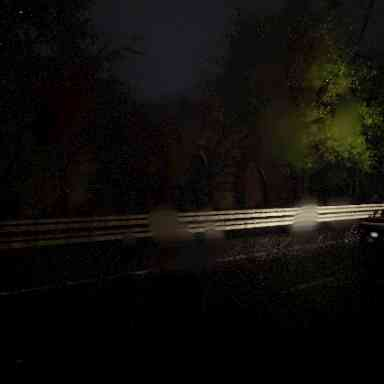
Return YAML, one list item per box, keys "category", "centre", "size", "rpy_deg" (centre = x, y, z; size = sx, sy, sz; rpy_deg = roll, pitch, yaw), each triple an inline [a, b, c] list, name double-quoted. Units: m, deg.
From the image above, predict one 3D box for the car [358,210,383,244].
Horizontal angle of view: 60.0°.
- category: "car"
  centre: [9.308, 1.509, 14.824]
  size: [4.902, 1.511, 2.128]
  rpy_deg: [0, 0, -36]
